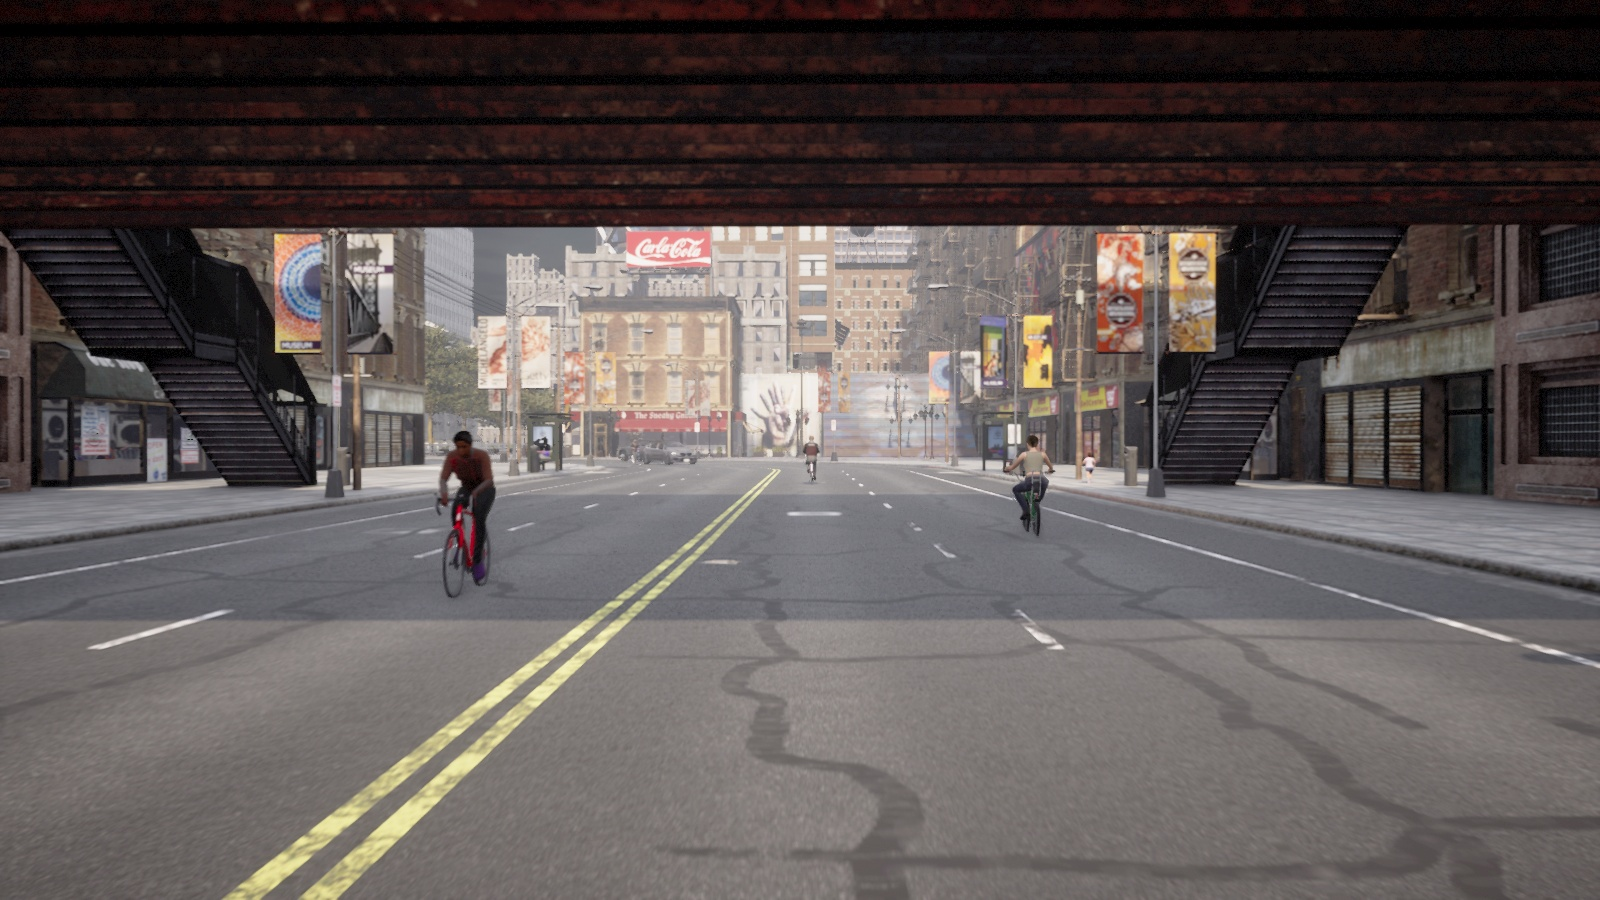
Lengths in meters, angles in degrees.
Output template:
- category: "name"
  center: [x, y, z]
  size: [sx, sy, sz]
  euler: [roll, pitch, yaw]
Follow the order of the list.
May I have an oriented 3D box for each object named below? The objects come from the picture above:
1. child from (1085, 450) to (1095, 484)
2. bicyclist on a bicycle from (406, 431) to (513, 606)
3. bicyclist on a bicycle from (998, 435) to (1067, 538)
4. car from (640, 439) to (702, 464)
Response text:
- category: "child"
  center: [9.515, 0.559, 41.221]
  size: [0.255, 1.110, 0.394]
  euler: [0, 0, 4]
- category: "bicyclist on a bicycle"
  center: [-3.336, 0.626, 12.440]
  size: [0.582, 1.620, 1.656]
  euler: [0, 1, 1]
- category: "bicyclist on a bicycle"
  center: [3.759, 0.571, 20.427]
  size: [0.866, 1.612, 1.509]
  euler: [0, 0, 1]
- category: "car"
  center: [-8.882, 0.099, 85.982]
  size: [2.242, 1.667, 4.611]
  euler: [0, 0, -36]
